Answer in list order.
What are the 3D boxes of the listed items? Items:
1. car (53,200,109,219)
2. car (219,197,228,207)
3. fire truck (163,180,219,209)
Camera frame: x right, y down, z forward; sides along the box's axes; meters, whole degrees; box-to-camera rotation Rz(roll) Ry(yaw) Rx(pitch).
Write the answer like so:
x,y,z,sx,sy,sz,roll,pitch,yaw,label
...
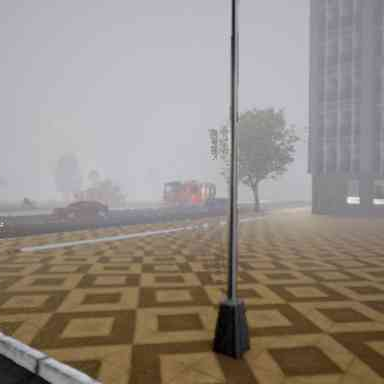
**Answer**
x,y,z,sx,sy,sz,roll,pitch,yaw,label
-9.780,1.484,29.564,1.882,1.535,5.008,1,1,38,car
3.881,1.457,46.872,1.882,1.535,5.008,1,0,39,car
-0.215,0.277,46.809,2.891,3.827,8.468,1,1,38,fire truck
